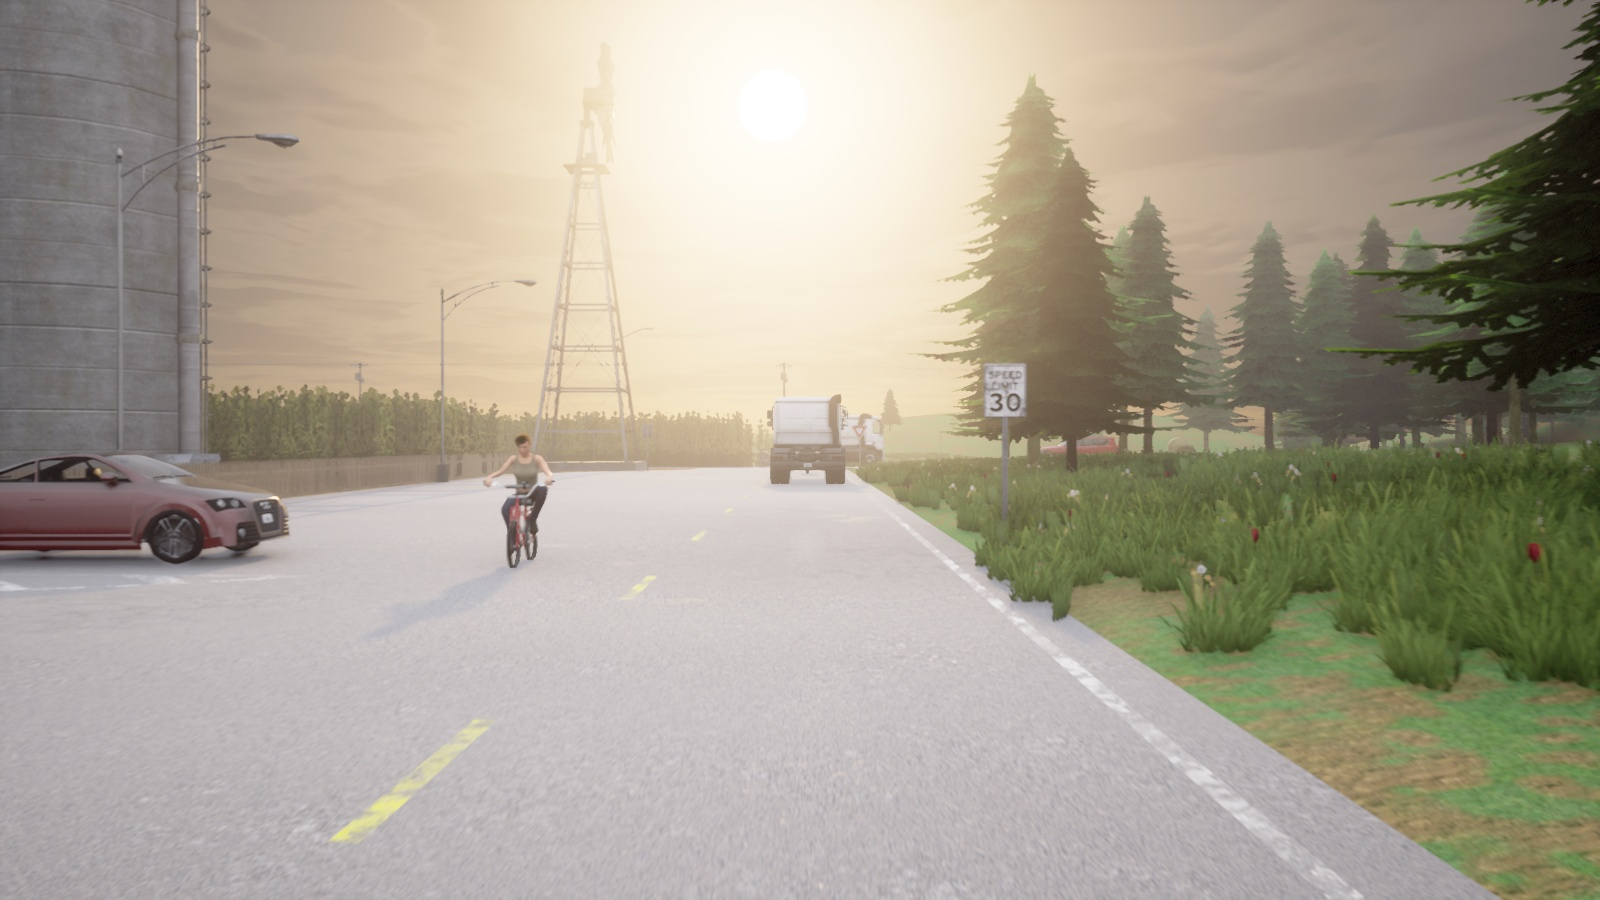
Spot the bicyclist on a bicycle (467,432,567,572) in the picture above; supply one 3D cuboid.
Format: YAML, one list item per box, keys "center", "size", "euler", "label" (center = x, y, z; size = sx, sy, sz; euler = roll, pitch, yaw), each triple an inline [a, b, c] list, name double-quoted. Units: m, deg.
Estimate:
- center: [-3.403, 0.594, 15.224]
  size: [0.866, 1.612, 1.509]
  euler: [0, 0, 0]
  label: "bicyclist on a bicycle"

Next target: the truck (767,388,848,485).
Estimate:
- center: [0.295, -0.511, 48.964]
  size: [2.891, 3.462, 7.936]
  euler: [0, 0, 0]
  label: "truck"

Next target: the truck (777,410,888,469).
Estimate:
- center: [2.131, -0.580, 77.743]
  size: [2.891, 3.462, 7.936]
  euler: [-1, -1, 36]
  label: "truck"

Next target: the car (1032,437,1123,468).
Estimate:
- center: [18.404, 0.149, 83.520]
  size: [5.566, 2.045, 2.150]
  euler: [0, 0, 0]
  label: "car"
